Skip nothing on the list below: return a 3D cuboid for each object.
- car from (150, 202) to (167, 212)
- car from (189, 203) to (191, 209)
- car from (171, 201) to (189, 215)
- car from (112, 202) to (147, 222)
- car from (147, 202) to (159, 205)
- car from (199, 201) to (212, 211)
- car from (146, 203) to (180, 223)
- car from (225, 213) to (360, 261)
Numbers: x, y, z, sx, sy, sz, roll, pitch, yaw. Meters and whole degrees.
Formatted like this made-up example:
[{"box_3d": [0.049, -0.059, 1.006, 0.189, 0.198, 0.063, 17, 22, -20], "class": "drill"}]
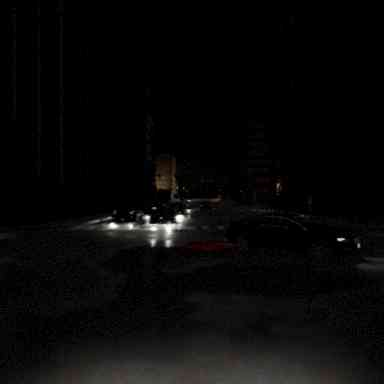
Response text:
[{"box_3d": [-5.062, 2.238, 50.362, 1.895, 1.301, 4.718, 0, -1, 3], "class": "car"}, {"box_3d": [-1.221, 2.228, 58.202, 1.812, 1.442, 4.674, 0, -1, 2], "class": "car"}, {"box_3d": [-1.940, 1.999, 41.483, 2.128, 1.511, 4.902, 0, -1, 2], "class": "car"}, {"box_3d": [-5.853, 1.763, 30.648, 2.097, 1.767, 4.553, 0, -1, 2], "class": "car"}, {"box_3d": [-5.494, 2.068, 40.112, 2.033, 1.411, 5.357, 0, -1, 2], "class": "car"}, {"box_3d": [2.121, 2.138, 51.302, 2.033, 1.411, 5.357, 0, -1, 2], "class": "car"}, {"box_3d": [-2.423, 1.924, 28.713, 1.994, 1.385, 4.181, 0, -1, 2], "class": "car"}, {"box_3d": [3.592, 1.561, 12.581, 4.902, 1.511, 2.128, -1, 0, 37], "class": "car"}]
